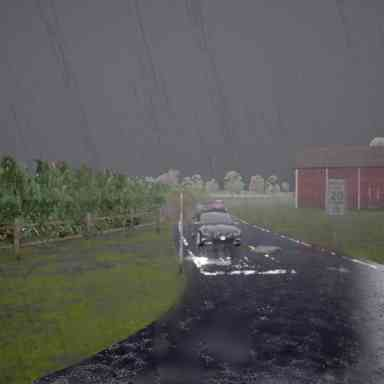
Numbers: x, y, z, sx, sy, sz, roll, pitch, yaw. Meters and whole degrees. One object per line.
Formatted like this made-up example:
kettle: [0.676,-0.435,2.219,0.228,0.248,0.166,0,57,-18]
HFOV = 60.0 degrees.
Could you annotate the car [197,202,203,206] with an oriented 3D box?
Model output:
car: [0.294,1.805,30.071,1.837,1.490,4.892,0,-1,-1]

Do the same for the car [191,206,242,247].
car: [1.052,1.650,15.871,1.837,1.490,4.892,0,0,-5]

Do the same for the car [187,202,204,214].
car: [0.460,1.994,43.206,1.994,1.385,4.181,0,0,3]

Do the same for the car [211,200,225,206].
car: [3.848,2.086,50.009,1.994,1.385,4.181,0,-1,4]

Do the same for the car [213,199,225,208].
car: [4.886,2.095,59.985,1.882,1.535,5.008,0,0,7]
